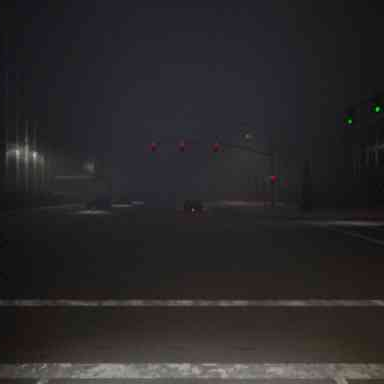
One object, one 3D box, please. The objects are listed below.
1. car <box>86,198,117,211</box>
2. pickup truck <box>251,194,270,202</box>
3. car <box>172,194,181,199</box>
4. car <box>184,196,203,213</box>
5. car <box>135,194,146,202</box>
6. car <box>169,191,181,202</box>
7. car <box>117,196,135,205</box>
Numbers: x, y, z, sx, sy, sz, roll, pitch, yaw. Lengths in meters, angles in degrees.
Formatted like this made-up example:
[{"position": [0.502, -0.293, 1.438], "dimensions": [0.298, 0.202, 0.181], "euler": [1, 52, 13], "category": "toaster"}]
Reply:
[{"position": [-10.586, 1.351, 38.472], "dimensions": [2.033, 1.411, 5.357], "euler": [0, 0, 0], "category": "car"}, {"position": [13.123, 0.738, 62.743], "dimensions": [2.390, 2.098, 6.274], "euler": [0, 0, 31], "category": "pickup truck"}, {"position": [-3.498, 1.024, 77.329], "dimensions": [1.895, 1.301, 4.718], "euler": [0, 0, 0], "category": "car"}, {"position": [0.101, 1.424, 34.572], "dimensions": [1.895, 1.301, 4.718], "euler": [0, 0, 0], "category": "car"}, {"position": [-10.505, 1.156, 66.769], "dimensions": [2.128, 1.511, 4.902], "euler": [0, 1, 0], "category": "car"}, {"position": [-3.498, 0.881, 66.635], "dimensions": [2.150, 2.045, 5.566], "euler": [0, 0, 0], "category": "car"}, {"position": [-10.569, 1.301, 51.510], "dimensions": [1.994, 1.385, 4.181], "euler": [0, 0, 0], "category": "car"}]
